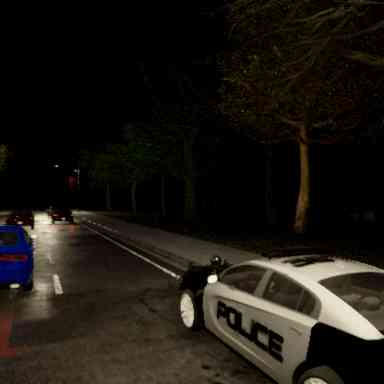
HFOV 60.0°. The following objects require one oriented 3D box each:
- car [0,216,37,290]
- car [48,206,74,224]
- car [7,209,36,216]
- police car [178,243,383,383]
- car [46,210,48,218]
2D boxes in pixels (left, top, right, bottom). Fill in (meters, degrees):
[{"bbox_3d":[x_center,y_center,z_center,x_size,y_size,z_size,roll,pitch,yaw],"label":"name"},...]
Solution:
[{"bbox_3d":[-5.442,1.665,9.242,1.882,1.535,5.008,1,-2,-25],"label":"car"},{"bbox_3d":[-12.210,2.212,31.194,1.812,1.442,4.674,1,-2,-25],"label":"car"},{"bbox_3d":[-13.144,2.058,25.593,1.812,1.442,4.674,1,-2,-25],"label":"car"},{"bbox_3d":[1.378,1.566,4.819,1.930,1.638,5.238,1,-2,-25],"label":"police car"},{"bbox_3d":[-16.825,2.450,40.818,2.033,1.411,5.357,1,-2,-25],"label":"car"}]
